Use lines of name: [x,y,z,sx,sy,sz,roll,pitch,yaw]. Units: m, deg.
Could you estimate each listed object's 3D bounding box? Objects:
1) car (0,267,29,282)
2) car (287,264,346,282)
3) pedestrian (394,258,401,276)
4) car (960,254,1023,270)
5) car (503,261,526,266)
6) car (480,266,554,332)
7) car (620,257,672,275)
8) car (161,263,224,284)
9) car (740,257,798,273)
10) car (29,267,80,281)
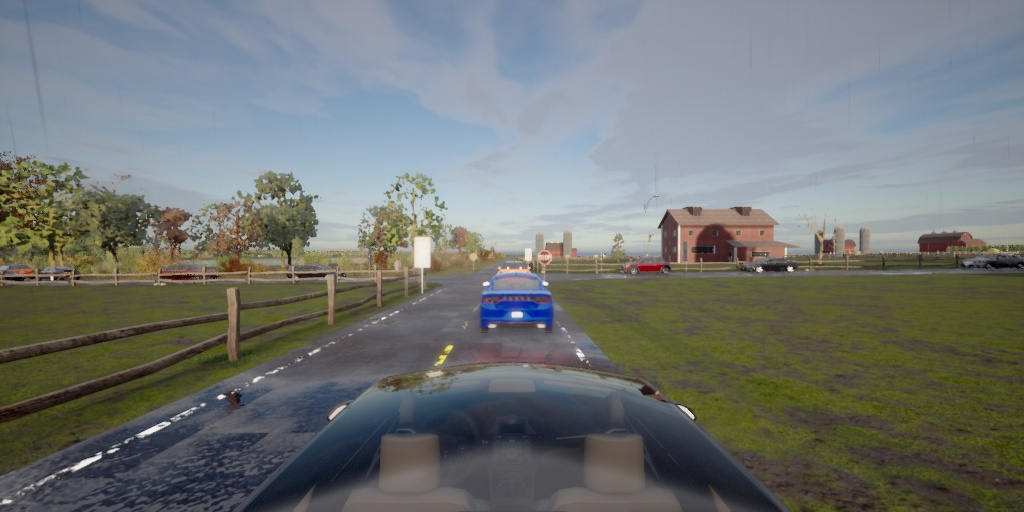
car: [-50.761,2.023,35.599,4.718,1.301,1.895,-1,0,19]
car: [-17.374,1.492,31.975,4.892,1.490,1.837,-1,0,1]
pedestrian: [-12.079,1.169,37.877,0.375,1.860,0.375,0,1,1]
car: [45.946,0.537,34.203,4.902,1.511,2.128,-1,0,1]
car: [0.148,1.104,23.297,2.097,1.767,4.553,0,0,0]
car: [0.121,1.228,10.899,1.882,1.535,5.008,0,0,0]
car: [12.791,0.892,34.556,4.553,1.767,2.097,-1,0,-1]
car: [-28.661,1.497,32.205,4.553,1.767,2.097,-1,0,2]
car: [24.670,0.867,34.485,4.892,1.490,1.837,-2,0,1]
car: [-47.848,1.879,37.784,4.892,1.490,1.837,-1,0,19]
